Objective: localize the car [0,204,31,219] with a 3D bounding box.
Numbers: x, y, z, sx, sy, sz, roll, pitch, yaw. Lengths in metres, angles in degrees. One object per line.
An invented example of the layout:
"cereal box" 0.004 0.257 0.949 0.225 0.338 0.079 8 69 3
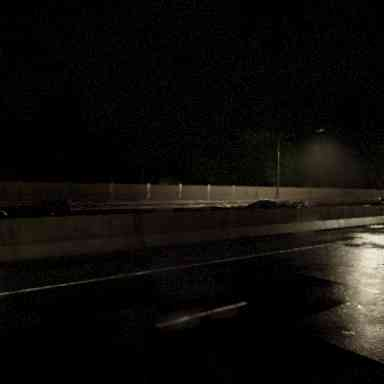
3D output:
"car" -11.383 1.507 17.372 4.892 1.490 1.837 1 0 -36

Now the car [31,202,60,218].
"car" -11.233 1.579 21.780 4.181 1.385 1.994 0 0 -36

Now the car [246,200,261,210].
"car" 8.629 1.671 40.260 4.674 1.442 1.812 1 0 -35

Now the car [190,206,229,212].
"car" 1.007 1.627 21.936 4.181 1.385 1.994 0 0 -36

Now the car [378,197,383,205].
"car" 35.763 1.575 59.843 5.566 2.045 2.150 0 0 -36

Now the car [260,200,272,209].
"car" 10.084 1.707 37.006 4.181 1.385 1.994 0 0 -35

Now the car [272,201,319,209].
"car" 10.702 1.626 33.158 4.902 1.511 2.128 0 0 -35

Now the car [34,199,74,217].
"car" -11.660 1.375 25.777 4.553 1.767 2.097 0 0 -36
